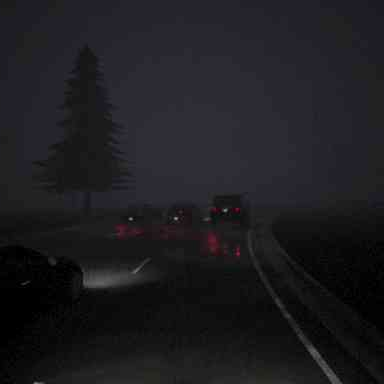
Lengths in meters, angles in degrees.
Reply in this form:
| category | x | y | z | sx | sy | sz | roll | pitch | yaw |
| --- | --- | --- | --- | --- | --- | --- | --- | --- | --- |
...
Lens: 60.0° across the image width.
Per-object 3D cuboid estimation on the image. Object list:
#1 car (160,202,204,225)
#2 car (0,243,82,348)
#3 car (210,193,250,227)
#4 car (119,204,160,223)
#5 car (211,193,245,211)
| category | x | y | z | sx | sy | sz | roll | pitch | yaw |
| --- | --- | --- | --- | --- | --- | --- | --- | --- | --- |
| car | -0.434 | 1.497 | 24.365 | 1.837 | 1.490 | 4.892 | 0 | 0 | 15 |
| car | -3.321 | 1.531 | 5.250 | 1.812 | 1.442 | 4.674 | 0 | 0 | 2 |
| car | 2.700 | 1.208 | 22.762 | 2.150 | 2.045 | 5.566 | 0 | 0 | 15 |
| car | -3.738 | 1.600 | 25.659 | 1.895 | 1.301 | 4.718 | 0 | 0 | 15 |
| car | 4.330 | 1.198 | 41.145 | 2.150 | 2.045 | 5.566 | 0 | 0 | -18 |
